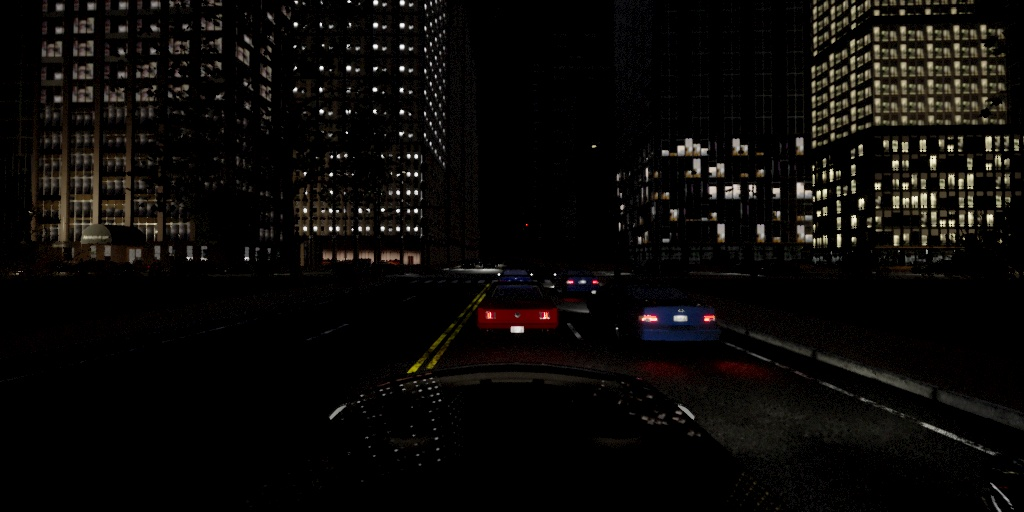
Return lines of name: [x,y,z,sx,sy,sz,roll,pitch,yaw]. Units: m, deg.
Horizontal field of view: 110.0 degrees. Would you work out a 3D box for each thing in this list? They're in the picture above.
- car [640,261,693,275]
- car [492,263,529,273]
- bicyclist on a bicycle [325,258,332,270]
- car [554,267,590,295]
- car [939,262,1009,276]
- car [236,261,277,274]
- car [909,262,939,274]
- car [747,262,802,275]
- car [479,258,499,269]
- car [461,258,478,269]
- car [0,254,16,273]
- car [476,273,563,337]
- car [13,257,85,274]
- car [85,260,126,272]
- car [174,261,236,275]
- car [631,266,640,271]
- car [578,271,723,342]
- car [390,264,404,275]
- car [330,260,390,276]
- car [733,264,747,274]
car: [17.213,1.286,39.412,4.902,1.511,2.128,0,-1,2]
car: [0.183,1.298,19.804,2.033,1.411,5.357,0,0,0]
bicyclist on a bicycle: [-24.937,1.145,48.779,0.582,1.620,1.656,0,-1,2]
car: [3.433,1.298,19.764,2.033,1.411,5.357,0,0,0]
car: [49.617,1.308,38.304,5.008,1.535,1.882,0,-1,2]
car: [-27.369,1.250,37.998,4.181,1.385,1.994,0,-1,2]
car: [49.088,1.402,41.578,4.674,1.442,1.812,0,-1,2]
car: [28.836,1.335,39.031,4.674,1.442,1.812,0,-1,1]
car: [-3.628,1.218,57.650,2.128,1.511,4.902,0,0,-1]
car: [-6.863,1.231,56.800,1.837,1.490,4.892,0,0,0]
car: [-53.944,0.825,35.770,5.566,2.045,2.150,0,-1,2]
car: [0.136,1.352,10.227,1.895,1.301,4.718,0,0,0]
car: [-50.062,1.131,38.845,5.008,1.535,1.882,0,-1,2]
car: [-49.017,1.207,42.141,4.892,1.490,1.837,0,-1,3]
car: [-30.098,1.161,34.841,4.674,1.442,1.812,0,-1,2]
car: [17.037,1.388,42.669,5.357,1.411,2.033,0,-1,2]
car: [3.383,1.298,9.694,2.033,1.411,5.357,0,0,0]
car: [-13.579,1.273,37.731,4.181,1.385,1.994,0,-1,-2]
car: [-14.715,1.148,34.213,4.902,1.511,2.128,0,-1,4]
car: [28.582,1.419,42.301,4.181,1.385,1.994,0,-1,2]
